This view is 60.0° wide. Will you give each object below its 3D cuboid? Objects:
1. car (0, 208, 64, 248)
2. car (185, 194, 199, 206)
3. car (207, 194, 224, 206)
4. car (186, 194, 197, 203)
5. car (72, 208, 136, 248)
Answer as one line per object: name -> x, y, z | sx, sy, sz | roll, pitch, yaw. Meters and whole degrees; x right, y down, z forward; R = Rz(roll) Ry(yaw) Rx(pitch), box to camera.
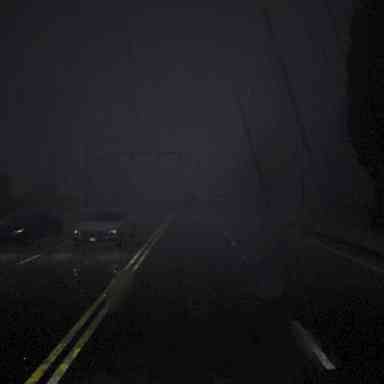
car -> -7.083, 1.429, 14.321 | 1.812, 1.442, 4.674 | 0, 0, 0
car -> -0.009, 1.245, 47.733 | 1.994, 1.385, 4.181 | 0, 0, 0
car -> 3.491, 1.189, 47.317 | 1.837, 1.490, 4.892 | 0, 0, 0
car -> -0.011, 1.119, 57.733 | 1.837, 1.490, 4.892 | 0, 0, 0
car -> -3.583, 1.429, 14.350 | 1.812, 1.442, 4.674 | 0, 0, 0
